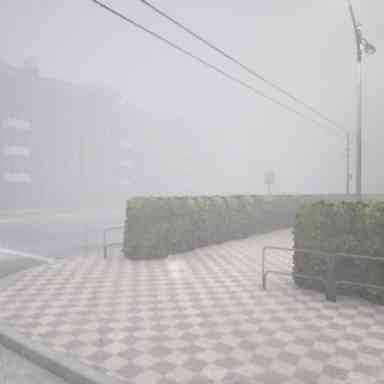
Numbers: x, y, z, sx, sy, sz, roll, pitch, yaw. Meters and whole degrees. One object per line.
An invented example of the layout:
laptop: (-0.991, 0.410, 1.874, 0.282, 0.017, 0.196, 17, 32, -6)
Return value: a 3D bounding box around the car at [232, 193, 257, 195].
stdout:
car: (5.836, 1.161, 34.109, 2.150, 2.045, 5.566, 0, 0, 36)
